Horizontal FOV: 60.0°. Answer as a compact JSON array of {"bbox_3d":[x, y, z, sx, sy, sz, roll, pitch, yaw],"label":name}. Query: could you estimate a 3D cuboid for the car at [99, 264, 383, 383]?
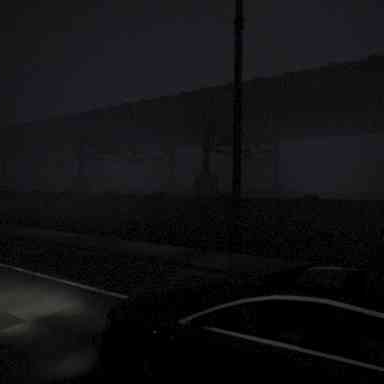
[{"bbox_3d":[1.165,1.492,3.161,4.902,1.511,2.128,0,0,36],"label":"car"}]
